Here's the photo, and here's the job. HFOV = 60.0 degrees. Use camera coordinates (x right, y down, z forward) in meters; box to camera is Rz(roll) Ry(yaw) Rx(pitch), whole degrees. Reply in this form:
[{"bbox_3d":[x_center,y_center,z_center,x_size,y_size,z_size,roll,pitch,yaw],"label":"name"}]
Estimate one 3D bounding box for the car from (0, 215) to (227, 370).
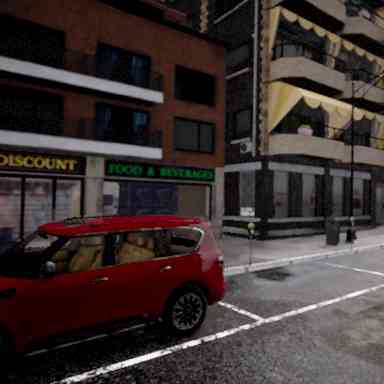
[{"bbox_3d":[-1.698,1.354,5.292,5.009,1.841,2.192,1,0,-35],"label":"car"}]
